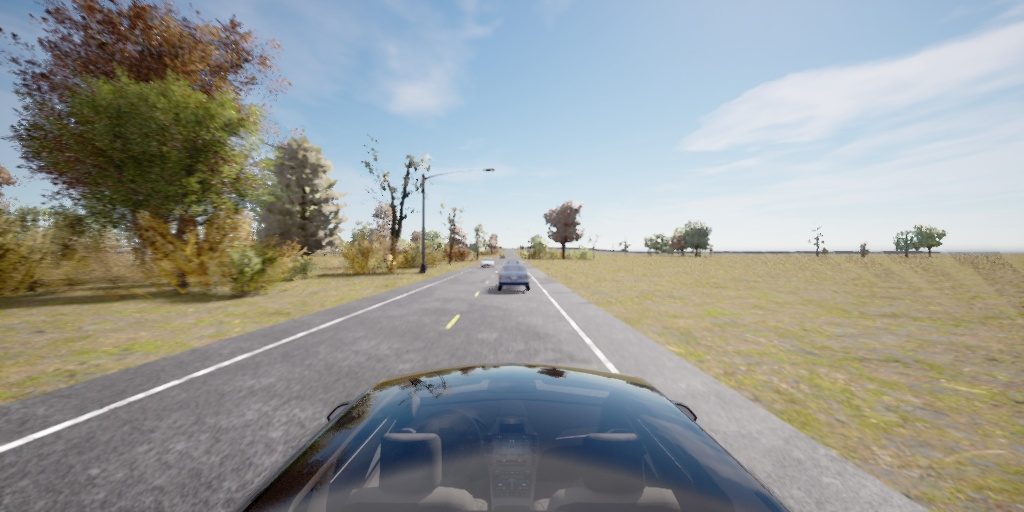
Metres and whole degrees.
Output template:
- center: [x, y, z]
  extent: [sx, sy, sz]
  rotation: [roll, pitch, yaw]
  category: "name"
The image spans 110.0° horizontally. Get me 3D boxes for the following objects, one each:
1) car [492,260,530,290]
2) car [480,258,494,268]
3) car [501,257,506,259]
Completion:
- center: [0.105, 1.181, 21.523]
  extent: [2.033, 1.411, 5.357]
  rotation: [0, 0, 0]
  category: "car"
- center: [-3.540, 0.972, 52.335]
  extent: [1.812, 1.442, 4.674]
  rotation: [0, 0, 0]
  category: "car"
- center: [0.111, 1.094, 38.882]
  extent: [1.994, 1.385, 4.181]
  rotation: [0, 0, 0]
  category: "car"
